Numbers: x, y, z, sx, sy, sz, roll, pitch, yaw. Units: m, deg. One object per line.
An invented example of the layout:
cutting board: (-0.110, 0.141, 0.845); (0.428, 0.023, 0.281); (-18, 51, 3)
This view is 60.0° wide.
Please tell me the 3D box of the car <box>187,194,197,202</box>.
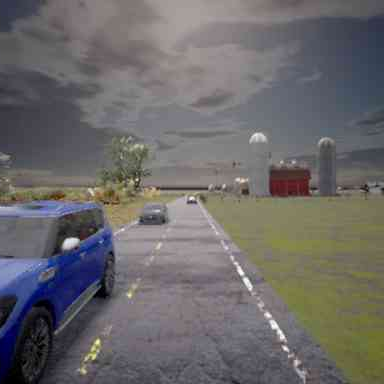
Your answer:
car: (-0.010, 1.273, 72.797); (2.097, 1.767, 4.553); (0, 0, 0)

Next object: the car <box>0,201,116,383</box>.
car: (-2.828, 1.219, 5.578); (2.150, 2.045, 5.566); (0, 0, 0)

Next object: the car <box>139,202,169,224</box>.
car: (-2.786, 1.508, 25.210); (1.837, 1.490, 4.892); (0, -1, 1)

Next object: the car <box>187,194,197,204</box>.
car: (-0.009, 1.598, 62.754); (1.994, 1.385, 4.181); (0, 0, 0)
